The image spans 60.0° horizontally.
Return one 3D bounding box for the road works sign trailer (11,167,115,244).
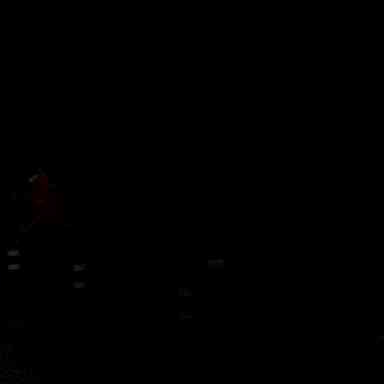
[{"bbox_3d":[-4.758,0.865,12.066,3.560,2.880,2.380,2,-41,36],"label":"road works sign trailer"}]
